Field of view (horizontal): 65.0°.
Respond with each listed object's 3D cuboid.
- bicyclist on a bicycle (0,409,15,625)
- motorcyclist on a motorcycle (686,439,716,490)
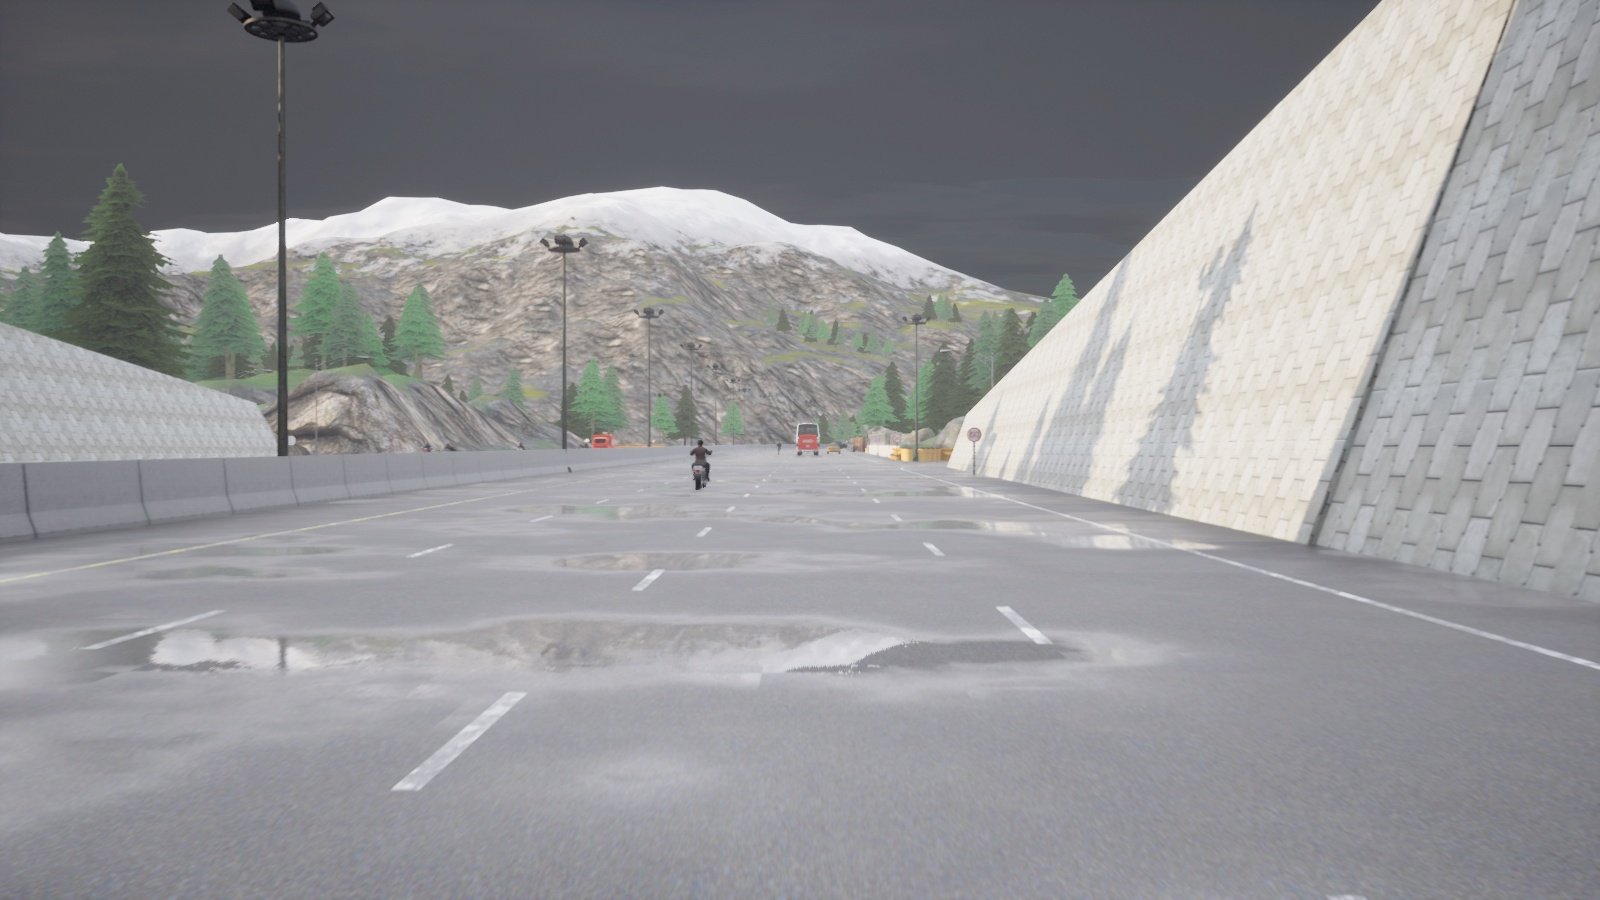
[{"bbox_3d":[-6.927,0.557,9.624,0.659,1.776,1.843,0,1,0],"label":"bicyclist on a bicycle"},{"bbox_3d":[-3.234,0.462,41.198,0.766,1.649,2.350,0,0,0],"label":"motorcyclist on a motorcycle"}]
